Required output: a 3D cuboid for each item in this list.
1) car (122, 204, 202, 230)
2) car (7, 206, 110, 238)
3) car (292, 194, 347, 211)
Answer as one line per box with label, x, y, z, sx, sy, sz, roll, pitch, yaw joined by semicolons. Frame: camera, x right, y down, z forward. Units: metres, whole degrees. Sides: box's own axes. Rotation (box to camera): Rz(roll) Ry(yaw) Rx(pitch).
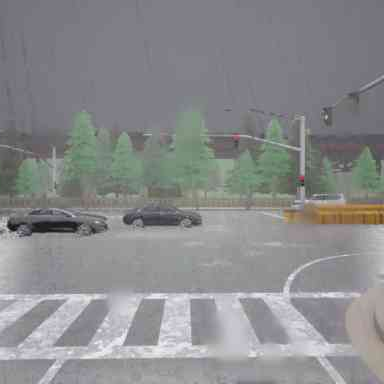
car;-1.828;1.505;20.727;4.892;1.490;1.837;0;0;-2
car;-6.763;1.491;17.076;4.902;1.511;2.128;0;0;-2
car;13.548;1.221;35.398;5.566;2.045;2.150;0;0;-2
